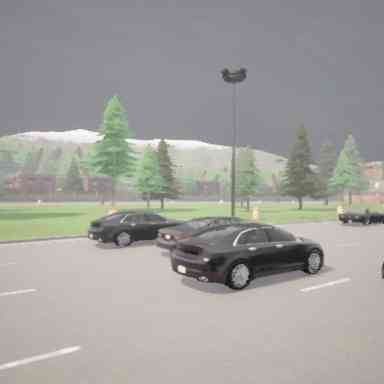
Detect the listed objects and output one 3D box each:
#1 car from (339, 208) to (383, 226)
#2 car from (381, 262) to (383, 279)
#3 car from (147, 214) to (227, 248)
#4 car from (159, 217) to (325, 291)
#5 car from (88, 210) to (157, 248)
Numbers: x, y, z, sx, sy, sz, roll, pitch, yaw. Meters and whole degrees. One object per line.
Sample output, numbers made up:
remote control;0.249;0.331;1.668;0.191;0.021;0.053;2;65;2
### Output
car;14.051;1.990;27.027;4.718;1.301;1.895;1;-1;-35
car;6.737;1.714;8.567;4.181;1.385;1.994;1;0;-35
car;1.194;1.671;13.214;5.357;1.411;2.033;1;-1;-35
car;1.742;1.604;9.316;4.892;1.490;1.837;0;0;-35
car;-2.255;1.607;15.336;4.892;1.490;1.837;1;0;-37
